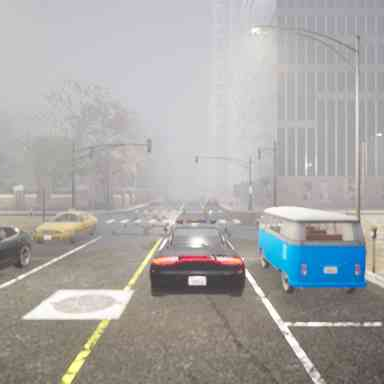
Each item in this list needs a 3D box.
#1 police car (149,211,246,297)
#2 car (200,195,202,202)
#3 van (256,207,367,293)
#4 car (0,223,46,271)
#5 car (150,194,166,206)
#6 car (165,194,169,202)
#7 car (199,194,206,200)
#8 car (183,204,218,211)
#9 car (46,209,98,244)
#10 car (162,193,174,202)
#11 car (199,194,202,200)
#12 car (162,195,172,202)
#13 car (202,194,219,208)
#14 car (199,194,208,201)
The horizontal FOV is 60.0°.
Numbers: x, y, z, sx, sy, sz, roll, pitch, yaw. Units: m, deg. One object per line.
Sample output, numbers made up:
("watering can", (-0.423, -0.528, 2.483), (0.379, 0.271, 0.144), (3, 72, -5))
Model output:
("police car", (0.110, 1.493, 8.682), (2.038, 1.542, 4.974), (0, 0, 0))
("car", (2.767, 1.492, 52.327), (1.947, 1.339, 4.313), (0, 0, 0))
("van", (2.786, 1.330, 8.521), (1.690, 1.788, 3.998), (0, 0, 0))
("car", (-5.758, 1.555, 8.532), (1.947, 1.339, 4.313), (0, 0, 0))
("car", (-5.614, 1.471, 52.336), (1.887, 1.381, 4.507), (0, 0, 0))
("car", (-5.606, 1.469, 58.019), (2.008, 1.369, 4.403), (0, 0, 0))
("car", (2.825, 1.371, 92.268), (1.752, 1.417, 4.829), (0, 0, 0))
("car", (0.125, 1.540, 17.669), (1.994, 1.385, 4.181), (0, 0, 0))
("car", (-5.795, 1.504, 15.766), (1.752, 1.417, 4.829), (0, 0, 0))
("car", (-5.588, 1.216, 69.385), (2.192, 1.841, 5.009), (0, 0, 0))
("car", (2.800, 1.455, 75.051), (1.947, 1.339, 4.313), (0, 0, 0))
("car", (-5.581, 1.471, 75.067), (1.802, 1.307, 4.206), (0, 0, 0))
("car", (2.759, 1.375, 46.646), (1.967, 1.590, 4.097), (0, 0, 0))
("car", (2.809, 1.317, 80.732), (1.967, 1.590, 4.097), (0, 0, 0))
